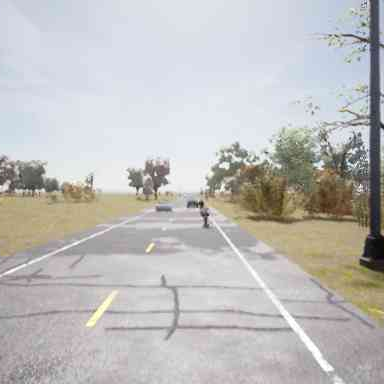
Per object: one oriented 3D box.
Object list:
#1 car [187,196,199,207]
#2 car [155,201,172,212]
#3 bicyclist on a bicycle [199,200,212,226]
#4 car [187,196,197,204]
[{"bbox_3d":[0.101,1.798,55.708,1.837,1.490,4.892,0,0,0],"label":"car"},{"bbox_3d":[-3.586,1.825,42.624,1.895,1.301,4.718,0,0,0],"label":"car"},{"bbox_3d":[0.983,1.559,23.312,0.866,1.612,1.509,0,0,0],"label":"bicyclist on a bicycle"},{"bbox_3d":[0.007,1.745,73.947,2.097,1.767,4.553,0,0,0],"label":"car"}]
